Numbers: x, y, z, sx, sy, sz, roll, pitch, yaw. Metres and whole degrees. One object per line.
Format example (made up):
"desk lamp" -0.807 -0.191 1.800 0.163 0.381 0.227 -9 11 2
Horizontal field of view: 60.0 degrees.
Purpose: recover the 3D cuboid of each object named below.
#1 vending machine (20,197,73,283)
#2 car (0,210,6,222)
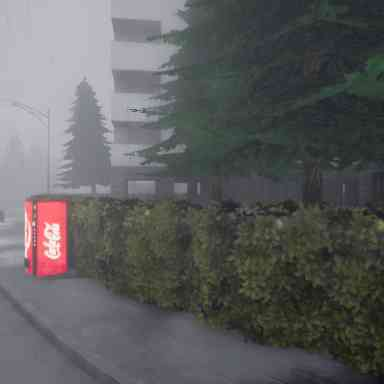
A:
"vending machine" -3.881 1.195 8.873 1.100 2.100 0.880 0 0 -38
"car" -14.689 1.563 23.435 1.994 1.385 4.181 0 0 -14
